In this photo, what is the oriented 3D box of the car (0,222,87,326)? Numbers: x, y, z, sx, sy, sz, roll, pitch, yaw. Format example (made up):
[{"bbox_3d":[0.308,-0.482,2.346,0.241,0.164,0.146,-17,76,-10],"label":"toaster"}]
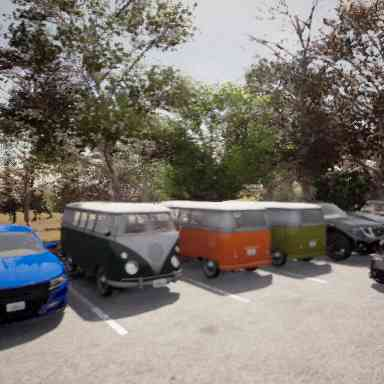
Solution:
[{"bbox_3d":[-4.139,1.478,7.115,2.097,1.535,5.008,0,0,-35],"label":"car"}]

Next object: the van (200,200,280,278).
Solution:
[{"bbox_3d":[0.293,1.301,10.413,1.878,1.987,4.442,1,-1,-35],"label":"van"}]

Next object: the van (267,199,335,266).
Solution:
[{"bbox_3d":[2.447,1.337,11.949,1.878,1.987,4.442,1,-1,-35],"label":"van"}]

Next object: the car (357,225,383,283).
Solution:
[{"bbox_3d":[6.403,1.662,8.556,4.181,1.385,1.994,1,-1,-35],"label":"car"}]

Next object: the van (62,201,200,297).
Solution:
[{"bbox_3d":[-1.935,1.261,8.537,1.878,1.987,4.442,0,0,-35],"label":"van"}]

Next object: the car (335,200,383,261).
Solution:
[{"bbox_3d":[4.787,1.349,13.439,2.435,2.045,5.566,1,-1,-35],"label":"car"}]
